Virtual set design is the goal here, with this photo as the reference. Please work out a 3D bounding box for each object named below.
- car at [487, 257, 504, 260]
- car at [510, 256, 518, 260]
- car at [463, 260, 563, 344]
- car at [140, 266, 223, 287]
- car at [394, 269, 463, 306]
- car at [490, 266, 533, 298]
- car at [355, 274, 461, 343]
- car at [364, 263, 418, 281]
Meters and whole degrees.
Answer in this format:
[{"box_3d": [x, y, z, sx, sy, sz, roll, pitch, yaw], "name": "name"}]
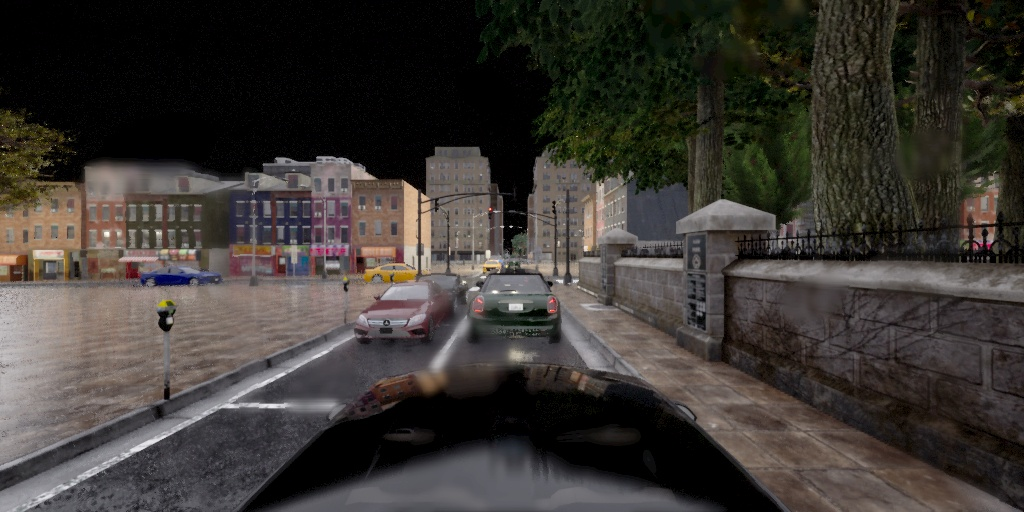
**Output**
[{"box_3d": [-2.283, 1.221, 41.541, 1.882, 1.535, 5.008, 0, 0, 1], "name": "car"}, {"box_3d": [0.376, 1.090, 64.649, 2.097, 1.767, 4.553, 0, 0, 0], "name": "car"}, {"box_3d": [0.072, 1.102, 9.727, 2.097, 1.767, 4.553, 0, 0, 0], "name": "car"}, {"box_3d": [-23.983, 1.490, 26.140, 5.008, 1.535, 1.882, -1, 0, 0], "name": "car"}, {"box_3d": [-2.640, 1.316, 13.274, 1.948, 1.339, 4.313, 0, 0, 0], "name": "car"}, {"box_3d": [-0.147, 1.314, 19.171, 1.994, 1.385, 4.181, 0, 0, -5], "name": "car"}, {"box_3d": [-2.639, 1.332, 9.611, 1.802, 1.307, 4.207, 0, 0, 0], "name": "car"}, {"box_3d": [-8.258, 1.301, 26.509, 5.008, 1.535, 1.882, -1, 0, -6], "name": "car"}]
